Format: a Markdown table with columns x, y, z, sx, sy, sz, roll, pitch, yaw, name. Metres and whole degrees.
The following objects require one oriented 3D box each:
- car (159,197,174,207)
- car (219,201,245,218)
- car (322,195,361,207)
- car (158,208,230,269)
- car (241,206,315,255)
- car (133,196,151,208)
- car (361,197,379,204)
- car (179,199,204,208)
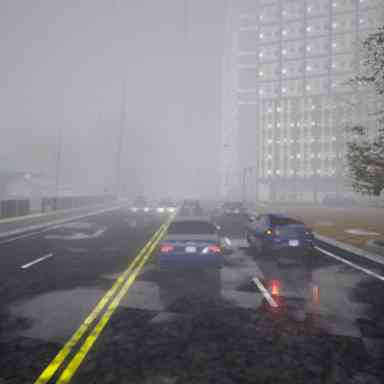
| x | y | z | sx | sy | sz | roll | pitch | yaw | name |
| --- | --- | --- | --- | --- | --- | --- | --- | --- | --- |
| -3.437 | 1.366 | 45.408 | 1.895 | 1.301 | 4.718 | 0 | 0 | 0 | car |
| 3.188 | 1.405 | 25.892 | 2.033 | 1.411 | 5.357 | 0 | 0 | 0 | car |
| 22.840 | 1.384 | 51.415 | 5.009 | 1.841 | 2.192 | 1 | 2 | 20 | car |
| -0.011 | 1.485 | 10.898 | 2.033 | 1.411 | 5.357 | 0 | 0 | 1 | car |
| 3.250 | 1.453 | 12.860 | 1.812 | 1.442 | 4.674 | 0 | 0 | 0 | car |
| -6.692 | 1.274 | 44.771 | 1.837 | 1.490 | 4.892 | 0 | 0 | 0 | car |
| 30.855 | 1.433 | 56.897 | 4.403 | 1.369 | 2.008 | 1 | 2 | 20 | car |
| -0.050 | 1.338 | 28.028 | 2.128 | 1.511 | 4.902 | 0 | 0 | 0 | car |
